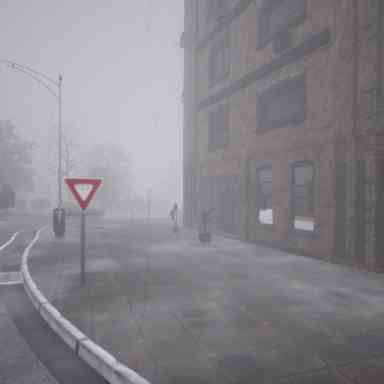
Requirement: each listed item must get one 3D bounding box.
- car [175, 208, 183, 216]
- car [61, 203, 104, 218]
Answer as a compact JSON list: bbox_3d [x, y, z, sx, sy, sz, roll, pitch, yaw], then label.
[{"bbox_3d":[-0.487,2.933,48.723,1.895,1.301,4.718,1,-3,32],"label":"car"},{"bbox_3d":[-10.198,1.726,31.374,1.994,1.385,4.181,0,-3,24],"label":"car"}]
